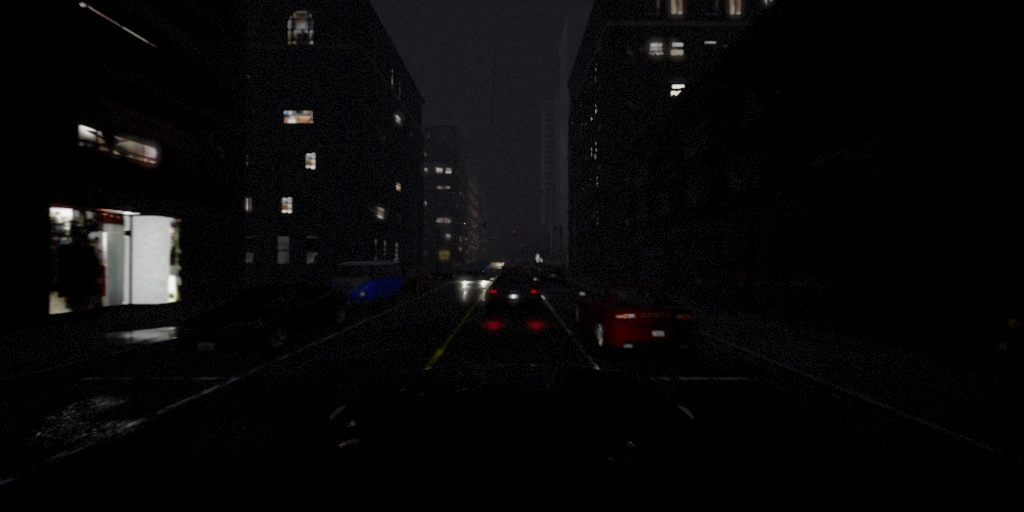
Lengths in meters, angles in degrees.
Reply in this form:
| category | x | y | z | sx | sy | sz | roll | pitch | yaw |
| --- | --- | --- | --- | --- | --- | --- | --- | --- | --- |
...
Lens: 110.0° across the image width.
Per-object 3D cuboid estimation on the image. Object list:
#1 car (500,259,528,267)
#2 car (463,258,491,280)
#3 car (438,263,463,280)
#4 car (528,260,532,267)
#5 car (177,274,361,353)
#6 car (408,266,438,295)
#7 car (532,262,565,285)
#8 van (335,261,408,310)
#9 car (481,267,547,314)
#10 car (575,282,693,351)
| category | x | y | z | sx | sy | sz | roll | pitch | yaw |
| --- | --- | --- | --- | --- | --- | --- | --- | --- | --- |
| car | 0.076 | 1.217 | 29.404 | 1.882 | 1.535 | 5.008 | 0 | 0 | 0 |
| car | -3.076 | 1.216 | 31.613 | 1.882 | 1.535 | 5.008 | 0 | 0 | 0 |
| car | -5.687 | 1.305 | 30.944 | 1.948 | 1.339 | 4.313 | 0 | 0 | 0 |
| car | 2.695 | 1.303 | 36.454 | 1.948 | 1.339 | 4.313 | 0 | 0 | 0 |
| car | -5.688 | 1.313 | 8.850 | 1.948 | 1.339 | 4.313 | 0 | 0 | 0 |
| car | -5.688 | 1.287 | 19.897 | 1.888 | 1.381 | 4.507 | 0 | 0 | 0 |
| car | 2.694 | 1.306 | 25.407 | 1.948 | 1.339 | 4.313 | 0 | 0 | 0 |
| van | -5.688 | 1.085 | 14.374 | 1.690 | 1.789 | 3.998 | 0 | 0 | 0 |
| car | 0.073 | 1.308 | 13.850 | 1.994 | 1.385 | 4.181 | 0 | 0 | 0 |
| car | 2.693 | 1.292 | 8.837 | 1.888 | 1.381 | 4.507 | 0 | 0 | 0 |
